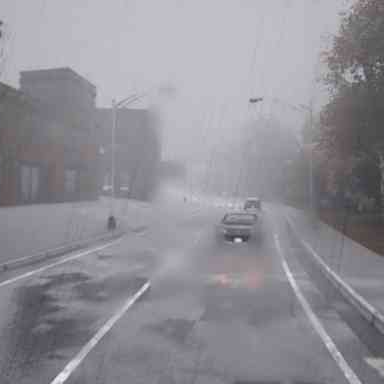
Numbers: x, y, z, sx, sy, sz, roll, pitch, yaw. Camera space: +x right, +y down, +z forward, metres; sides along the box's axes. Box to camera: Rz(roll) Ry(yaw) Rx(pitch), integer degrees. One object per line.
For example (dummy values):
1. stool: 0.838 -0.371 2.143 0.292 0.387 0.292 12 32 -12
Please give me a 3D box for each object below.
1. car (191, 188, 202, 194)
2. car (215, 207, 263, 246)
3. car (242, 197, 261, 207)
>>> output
1. car: 0.944 -0.017 75.284 1.837 1.490 4.892 1 2 -13
2. car: 2.276 1.587 15.197 1.895 1.301 4.718 0 0 12
3. car: 6.840 1.319 38.000 1.837 1.490 4.892 0 1 8
